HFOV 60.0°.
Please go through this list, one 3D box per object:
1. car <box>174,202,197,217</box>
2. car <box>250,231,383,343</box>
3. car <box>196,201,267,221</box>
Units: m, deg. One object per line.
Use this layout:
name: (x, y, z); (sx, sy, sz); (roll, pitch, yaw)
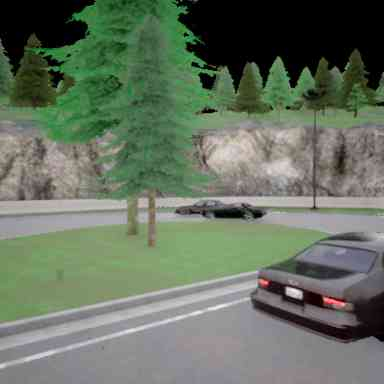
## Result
car: (1.174, 1.363, 28.673); (5.357, 1.411, 2.033); (0, 0, 6)
car: (3.496, 1.483, 6.310); (5.357, 1.411, 2.033); (-1, 0, -36)
car: (3.052, 1.427, 24.591); (4.718, 1.301, 1.895); (0, 0, 23)
